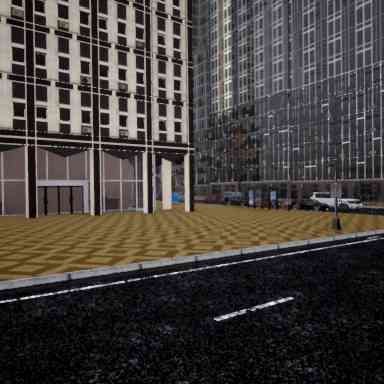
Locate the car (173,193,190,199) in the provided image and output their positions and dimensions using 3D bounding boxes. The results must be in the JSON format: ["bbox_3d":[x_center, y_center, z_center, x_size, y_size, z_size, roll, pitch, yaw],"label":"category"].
[{"bbox_3d":[-2.408,0.934,74.316,1.802,1.307,4.206,0,1,-34],"label":"car"}]

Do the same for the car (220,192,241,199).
[{"bbox_3d":[6.972,1.172,50.233,2.128,1.511,4.902,-1,1,-34],"label":"car"}]

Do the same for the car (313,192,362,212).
[{"bbox_3d":[15.921,1.045,37.066,2.150,2.045,5.566,-1,1,-34],"label":"car"}]

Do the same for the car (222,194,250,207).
[{"bbox_3d":[6.603,1.318,46.079,1.947,1.339,4.313,-1,1,-34],"label":"car"}]

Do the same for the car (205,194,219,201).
[{"bbox_3d":[3.986,1.042,64.918,1.802,1.307,4.206,-1,1,-34],"label":"car"}]

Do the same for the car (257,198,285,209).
[{"bbox_3d":[9.752,1.386,41.348,1.802,1.307,4.206,-1,1,-34],"label":"car"}]

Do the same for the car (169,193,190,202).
[{"bbox_3d":[-2.399,1.053,64.174,1.812,1.442,4.674,-1,1,-34],"label":"car"}]

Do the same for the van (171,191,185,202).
[{"bbox_3d":[-2.943,0.936,60.203,1.690,1.788,3.998,0,1,-34],"label":"van"}]

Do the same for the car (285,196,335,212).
[{"bbox_3d":[12.935,1.422,36.637,1.947,1.339,4.313,-1,1,-34],"label":"car"}]

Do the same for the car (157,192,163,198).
[{"bbox_3d":[-5.606,0.614,79.012,2.192,1.841,5.009,0,1,-34],"label":"car"}]
